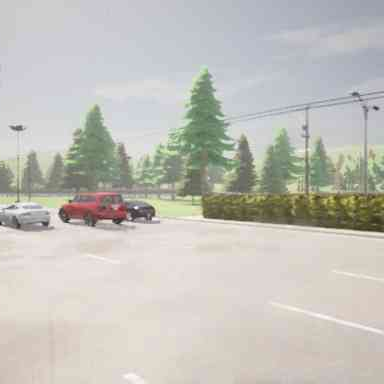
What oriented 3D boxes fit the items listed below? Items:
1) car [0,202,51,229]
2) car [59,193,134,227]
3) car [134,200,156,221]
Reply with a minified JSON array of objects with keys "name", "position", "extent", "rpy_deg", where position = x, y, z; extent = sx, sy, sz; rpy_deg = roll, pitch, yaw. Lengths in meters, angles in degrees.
[{"name":"car","position":[-10.269,1.358,20.243],"extent":[4.674,1.442,1.812],"rpy_deg":[1,0,43]},{"name":"car","position":[-6.468,1.062,21.494],"extent":[5.566,2.045,2.150],"rpy_deg":[1,0,43]},{"name":"car","position":[-4.745,1.332,24.677],"extent":[4.892,1.490,1.837],"rpy_deg":[1,0,43]}]
